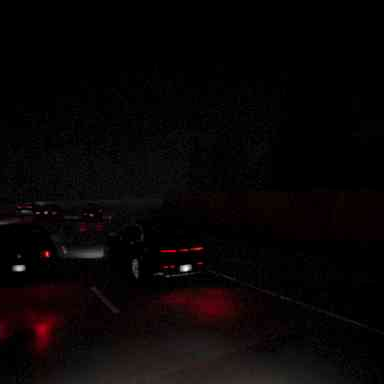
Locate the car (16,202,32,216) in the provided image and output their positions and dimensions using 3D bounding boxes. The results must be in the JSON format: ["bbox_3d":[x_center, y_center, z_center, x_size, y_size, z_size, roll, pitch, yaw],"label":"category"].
[{"bbox_3d":[-17.306,1.768,35.678,2.128,1.511,4.902,0,-1,-11],"label":"car"}]

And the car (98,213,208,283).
[{"bbox_3d":[-1.300,1.607,10.184,1.837,1.490,4.892,0,-1,-28],"label":"car"}]

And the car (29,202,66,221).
[{"bbox_3d":[-12.599,1.790,29.783,2.033,1.411,5.357,0,-1,-14],"label":"car"}]

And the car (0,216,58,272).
[{"bbox_3d":[-5.441,1.681,10.527,1.895,1.301,4.718,1,-1,-27],"label":"car"}]

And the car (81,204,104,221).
[{"bbox_3d":[-9.109,1.796,30.441,1.812,1.442,4.674,0,-1,-14],"label":"car"}]
